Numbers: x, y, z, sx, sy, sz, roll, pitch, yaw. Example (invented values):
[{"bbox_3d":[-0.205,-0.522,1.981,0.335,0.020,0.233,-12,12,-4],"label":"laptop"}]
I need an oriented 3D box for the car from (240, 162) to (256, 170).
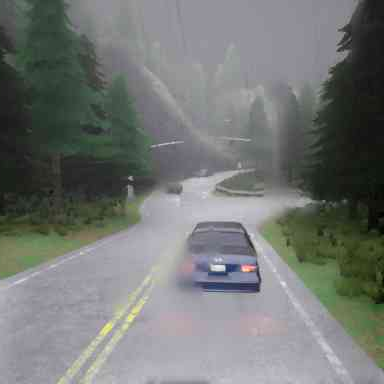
[{"bbox_3d":[12.293,-5.517,71.279,4.902,1.511,2.128,-9,9,-36],"label":"car"}]

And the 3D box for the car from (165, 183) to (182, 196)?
[{"bbox_3d":[-2.370,-0.417,42.884,1.895,1.301,4.718,-1,9,3],"label":"car"}]

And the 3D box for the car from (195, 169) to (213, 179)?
[{"bbox_3d":[2.227,-3.290,59.387,1.837,1.490,4.892,2,9,26],"label":"car"}]

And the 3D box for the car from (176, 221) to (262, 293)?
[{"bbox_3d":[0.737,1.496,8.908,2.033,1.411,5.357,0,0,5],"label":"car"}]
